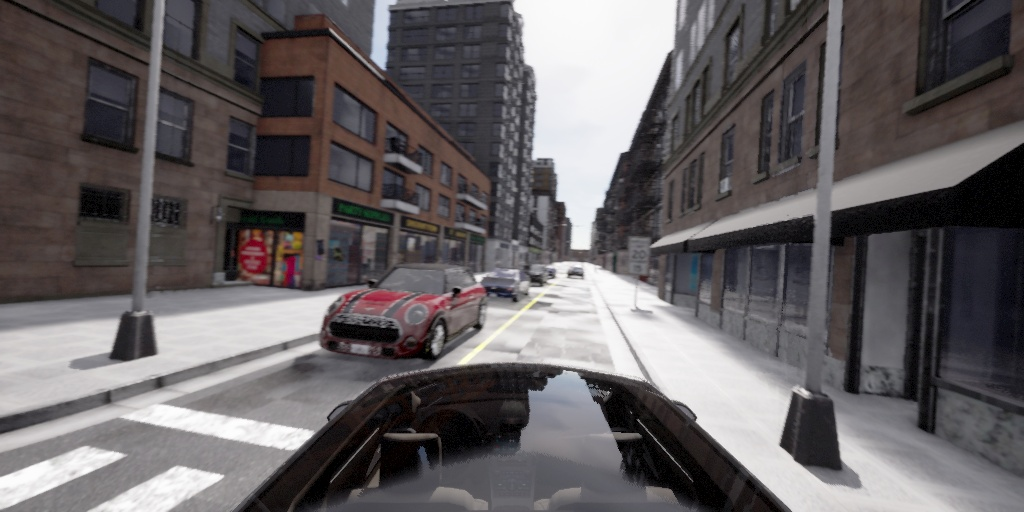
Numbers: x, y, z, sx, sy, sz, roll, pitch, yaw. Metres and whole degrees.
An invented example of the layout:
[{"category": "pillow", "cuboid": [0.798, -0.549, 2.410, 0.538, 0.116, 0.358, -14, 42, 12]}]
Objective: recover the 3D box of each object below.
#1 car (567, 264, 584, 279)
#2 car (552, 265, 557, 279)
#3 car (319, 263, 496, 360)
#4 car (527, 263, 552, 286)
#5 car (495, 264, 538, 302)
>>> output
[{"category": "car", "cuboid": [7.136, 1.793, 40.136, 1.895, 1.301, 4.718, 4, 0, 11]}, {"category": "car", "cuboid": [3.517, 1.564, 36.715, 1.895, 1.301, 4.718, 4, 0, 11]}, {"category": "car", "cuboid": [-2.046, 0.969, 8.112, 2.097, 1.767, 4.553, 4, 0, 11]}, {"category": "car", "cuboid": [1.623, 1.325, 27.053, 1.882, 1.535, 5.008, 4, 0, 11]}, {"category": "car", "cuboid": [-0.242, 1.279, 17.451, 2.033, 1.411, 5.357, 4, 0, 11]}]
